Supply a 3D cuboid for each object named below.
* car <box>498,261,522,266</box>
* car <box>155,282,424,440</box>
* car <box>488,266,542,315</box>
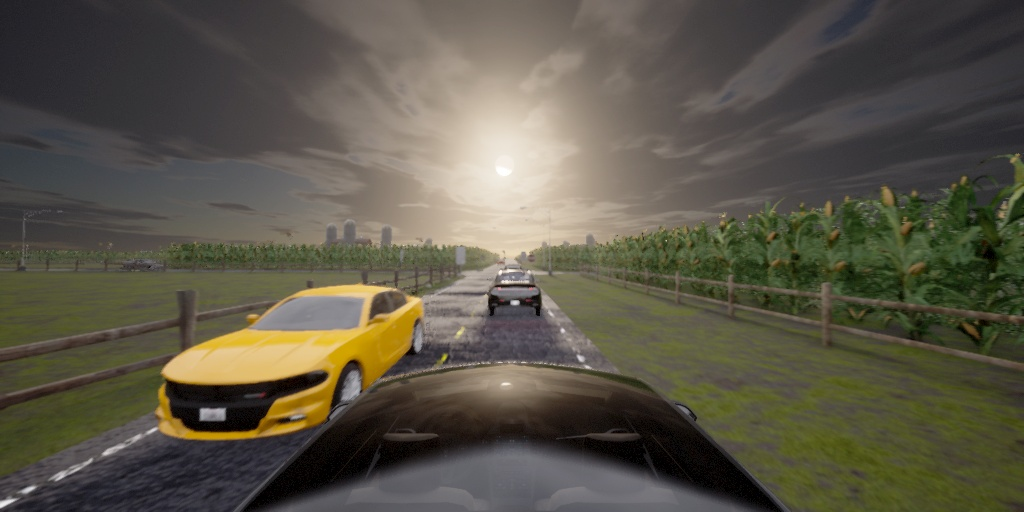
[{"bbox_3d":[0.101,1.370,28.580,1.837,1.490,4.892,0,0,0],"label":"car"},{"bbox_3d":[-2.849,1.247,5.911,1.882,1.535,5.008,0,0,0],"label":"car"},{"bbox_3d":[0.100,1.296,13.881,2.128,1.511,4.902,0,0,0],"label":"car"}]
